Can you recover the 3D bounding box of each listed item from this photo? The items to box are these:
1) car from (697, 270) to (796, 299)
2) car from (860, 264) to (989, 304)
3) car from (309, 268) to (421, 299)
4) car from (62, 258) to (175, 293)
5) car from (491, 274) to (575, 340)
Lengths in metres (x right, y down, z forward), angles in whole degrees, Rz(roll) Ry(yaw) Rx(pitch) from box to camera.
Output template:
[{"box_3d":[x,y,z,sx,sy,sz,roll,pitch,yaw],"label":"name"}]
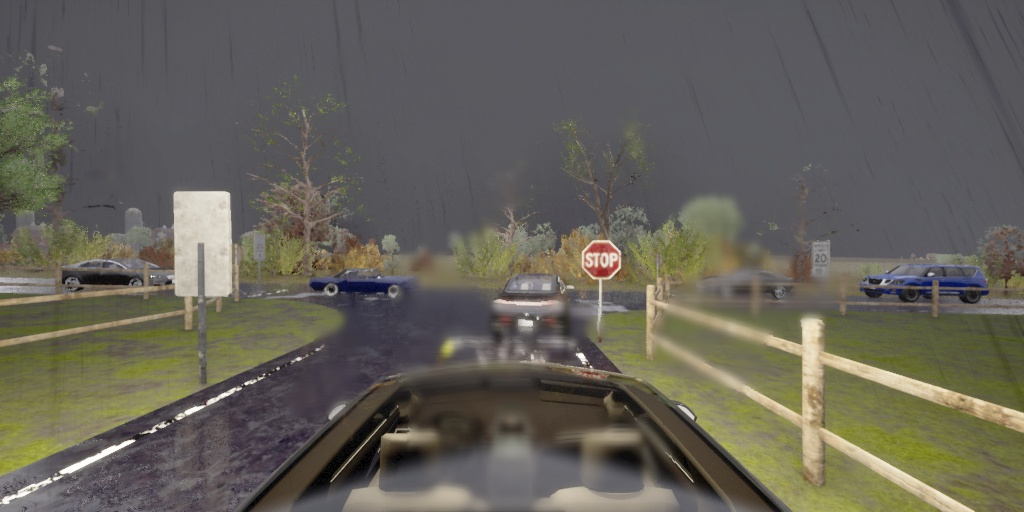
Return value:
[{"box_3d":[13.002,1.521,20.025,4.902,1.511,2.128,1,1,0],"label":"car"},{"box_3d":[22.897,1.462,20.015,5.566,2.045,2.150,1,1,0],"label":"car"},{"box_3d":[-6.824,1.245,17.096,4.718,1.301,1.895,1,1,0],"label":"car"},{"box_3d":[-18.492,0.882,17.111,4.902,1.511,2.128,1,1,0],"label":"car"},{"box_3d":[0.705,1.238,10.065,2.128,1.511,4.902,0,0,9],"label":"car"}]
